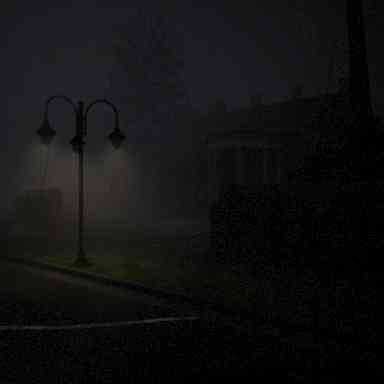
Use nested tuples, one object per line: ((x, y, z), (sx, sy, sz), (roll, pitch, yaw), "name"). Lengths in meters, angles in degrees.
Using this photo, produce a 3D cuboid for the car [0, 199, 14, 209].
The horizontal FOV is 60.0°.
((-24.808, 1.590, 42.927), (1.895, 1.301, 4.718), (0, 0, 7), "car")
